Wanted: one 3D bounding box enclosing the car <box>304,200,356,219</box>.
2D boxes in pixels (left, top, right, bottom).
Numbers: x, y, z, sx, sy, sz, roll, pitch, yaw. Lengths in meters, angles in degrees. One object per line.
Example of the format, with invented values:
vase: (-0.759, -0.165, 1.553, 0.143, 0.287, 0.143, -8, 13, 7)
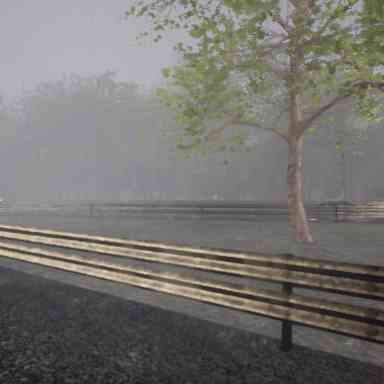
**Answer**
car: (11.814, 1.503, 29.465, 4.856, 1.649, 2.033, 0, 0, 13)
